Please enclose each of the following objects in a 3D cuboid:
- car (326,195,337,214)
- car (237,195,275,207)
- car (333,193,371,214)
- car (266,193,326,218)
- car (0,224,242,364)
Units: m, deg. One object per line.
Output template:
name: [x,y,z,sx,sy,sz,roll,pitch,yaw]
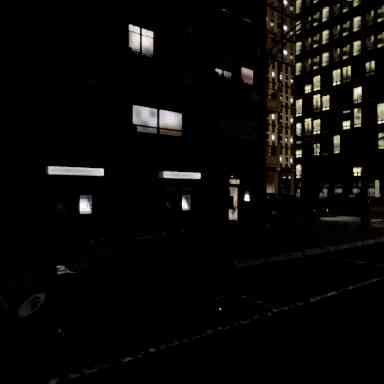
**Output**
car: [9.429,1.197,28.638,1.837,1.490,4.892,0,1,-36]
car: [7.759,1.073,40.698,1.947,1.339,4.313,1,0,-36]
car: [14.342,1.029,31.763,2.192,1.841,5.009,1,0,-36]
car: [7.630,1.010,26.746,2.192,1.841,5.009,2,0,-36]
car: [-1.116,1.440,5.780,4.097,1.590,1.967,0,0,-36]
